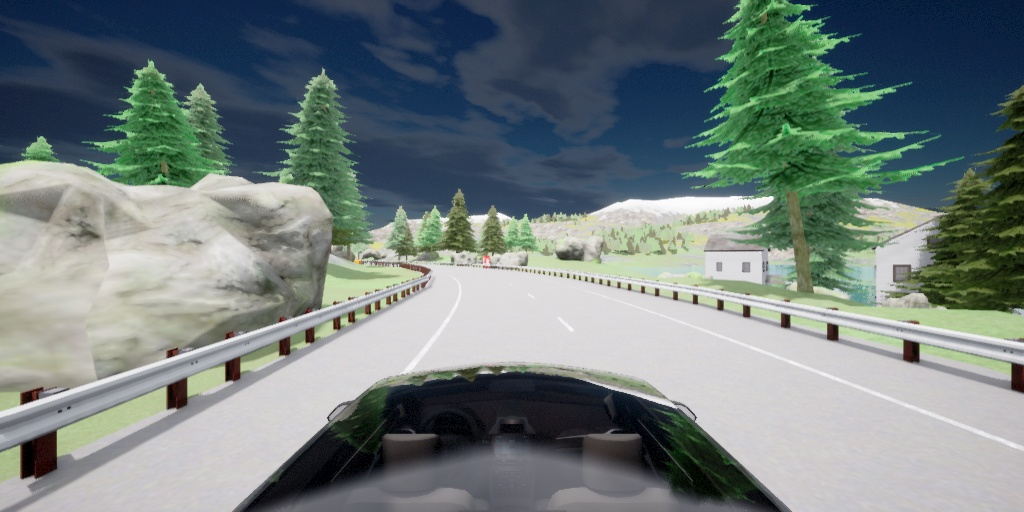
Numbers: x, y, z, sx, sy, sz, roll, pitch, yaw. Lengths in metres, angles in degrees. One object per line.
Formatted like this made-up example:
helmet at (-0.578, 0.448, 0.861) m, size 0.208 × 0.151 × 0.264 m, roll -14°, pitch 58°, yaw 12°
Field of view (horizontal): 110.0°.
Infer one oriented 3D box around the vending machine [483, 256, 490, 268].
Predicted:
vending machine at (-4.217, 0.928, 59.210) m, size 1.100 × 2.100 × 0.880 m, roll 0°, pitch 0°, yaw -26°
